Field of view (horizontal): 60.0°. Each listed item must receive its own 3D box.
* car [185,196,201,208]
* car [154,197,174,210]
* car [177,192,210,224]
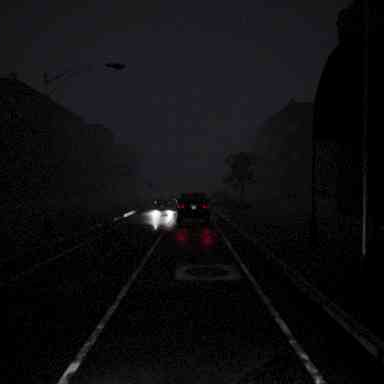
[{"bbox_3d":[0.097,1.189,41.786,1.895,1.301,4.718,0,1,0],"label":"car"},{"bbox_3d":[-3.099,1.211,37.203,1.895,1.301,4.718,0,-1,0],"label":"car"},{"bbox_3d":[0.102,1.021,23.278,2.150,2.045,5.566,0,1,0],"label":"car"}]
